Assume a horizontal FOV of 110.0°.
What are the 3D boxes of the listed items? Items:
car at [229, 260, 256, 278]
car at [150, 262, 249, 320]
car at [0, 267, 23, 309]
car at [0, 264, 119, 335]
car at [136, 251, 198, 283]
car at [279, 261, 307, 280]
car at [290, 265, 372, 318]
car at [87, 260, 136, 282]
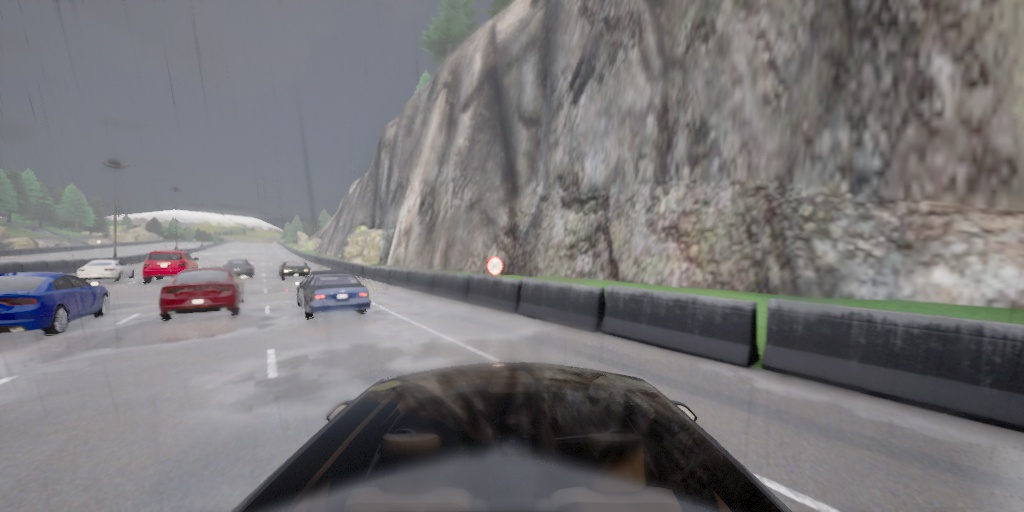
[{"bbox_3d":[-21.001,0.980,27.583,1.994,1.385,4.181,0,1,-35],"label":"car"},{"bbox_3d":[-10.531,1.140,12.479,1.882,1.535,5.008,0,1,-34],"label":"car"},{"bbox_3d":[-18.315,1.170,11.425,1.812,1.442,4.674,0,1,-35],"label":"car"},{"bbox_3d":[-12.778,1.161,9.562,1.882,1.535,5.008,0,1,-34],"label":"car"},{"bbox_3d":[-23.023,0.672,24.353,2.150,2.045,5.566,0,1,-35],"label":"car"},{"bbox_3d":[-16.770,1.046,27.615,1.895,1.301,4.718,0,1,-35],"label":"car"},{"bbox_3d":[-6.446,1.219,12.713,2.033,1.411,5.357,0,1,-34],"label":"car"},{"bbox_3d":[-26.981,0.956,23.924,1.812,1.442,4.674,0,1,-35],"label":"car"}]
